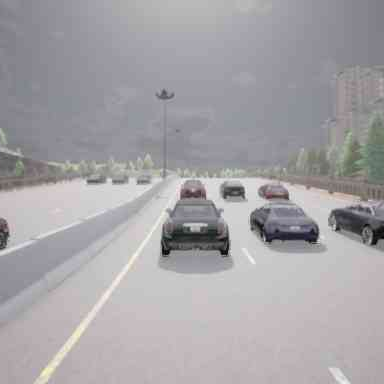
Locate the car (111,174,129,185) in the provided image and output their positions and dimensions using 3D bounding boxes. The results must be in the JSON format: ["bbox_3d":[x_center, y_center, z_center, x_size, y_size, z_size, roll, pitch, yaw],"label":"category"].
[{"bbox_3d":[-10.572,-1.925,49.184,1.837,1.490,4.892,0,5,0],"label":"car"}]

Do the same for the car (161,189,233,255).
[{"bbox_3d":[0.100,0.995,11.884,2.097,1.767,4.553,0,3,0],"label":"car"}]

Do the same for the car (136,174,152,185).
[{"bbox_3d":[-7.073,-1.935,49.300,1.837,1.490,4.892,0,5,0],"label":"car"}]

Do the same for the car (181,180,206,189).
[{"bbox_3d":[0.102,-0.273,28.303,2.097,1.767,4.553,0,5,0],"label":"car"}]

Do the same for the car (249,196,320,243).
[{"bbox_3d":[3.600,1.111,13.621,1.994,1.385,4.181,0,3,0],"label":"car"}]

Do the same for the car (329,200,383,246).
[{"bbox_3d":[7.100,1.068,13.108,2.128,1.511,4.902,0,3,0],"label":"car"}]

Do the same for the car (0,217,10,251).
[{"bbox_3d":[-7.099,1.282,9.567,1.812,1.442,4.674,0,2,0],"label":"car"}]

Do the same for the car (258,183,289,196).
[{"bbox_3d":[7.102,-0.145,29.283,1.994,1.385,4.181,0,5,0],"label":"car"}]

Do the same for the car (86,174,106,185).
[{"bbox_3d":[-14.072,-1.944,49.096,1.882,1.535,5.008,0,5,0],"label":"car"}]

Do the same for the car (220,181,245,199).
[{"bbox_3d":[3.602,-0.312,30.215,1.882,1.535,5.008,0,5,0],"label":"car"}]
